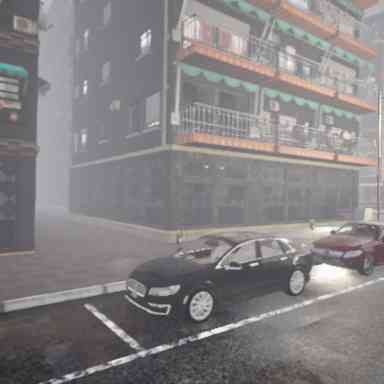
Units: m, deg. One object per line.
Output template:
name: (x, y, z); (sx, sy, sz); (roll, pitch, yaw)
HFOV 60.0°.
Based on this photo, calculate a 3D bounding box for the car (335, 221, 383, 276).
car: (5.409, 1.591, 10.362); (4.206, 1.307, 1.802); (0, 1, -35)

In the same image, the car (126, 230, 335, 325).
car: (0.781, 1.555, 7.059); (4.403, 1.369, 2.008); (0, 1, -35)
